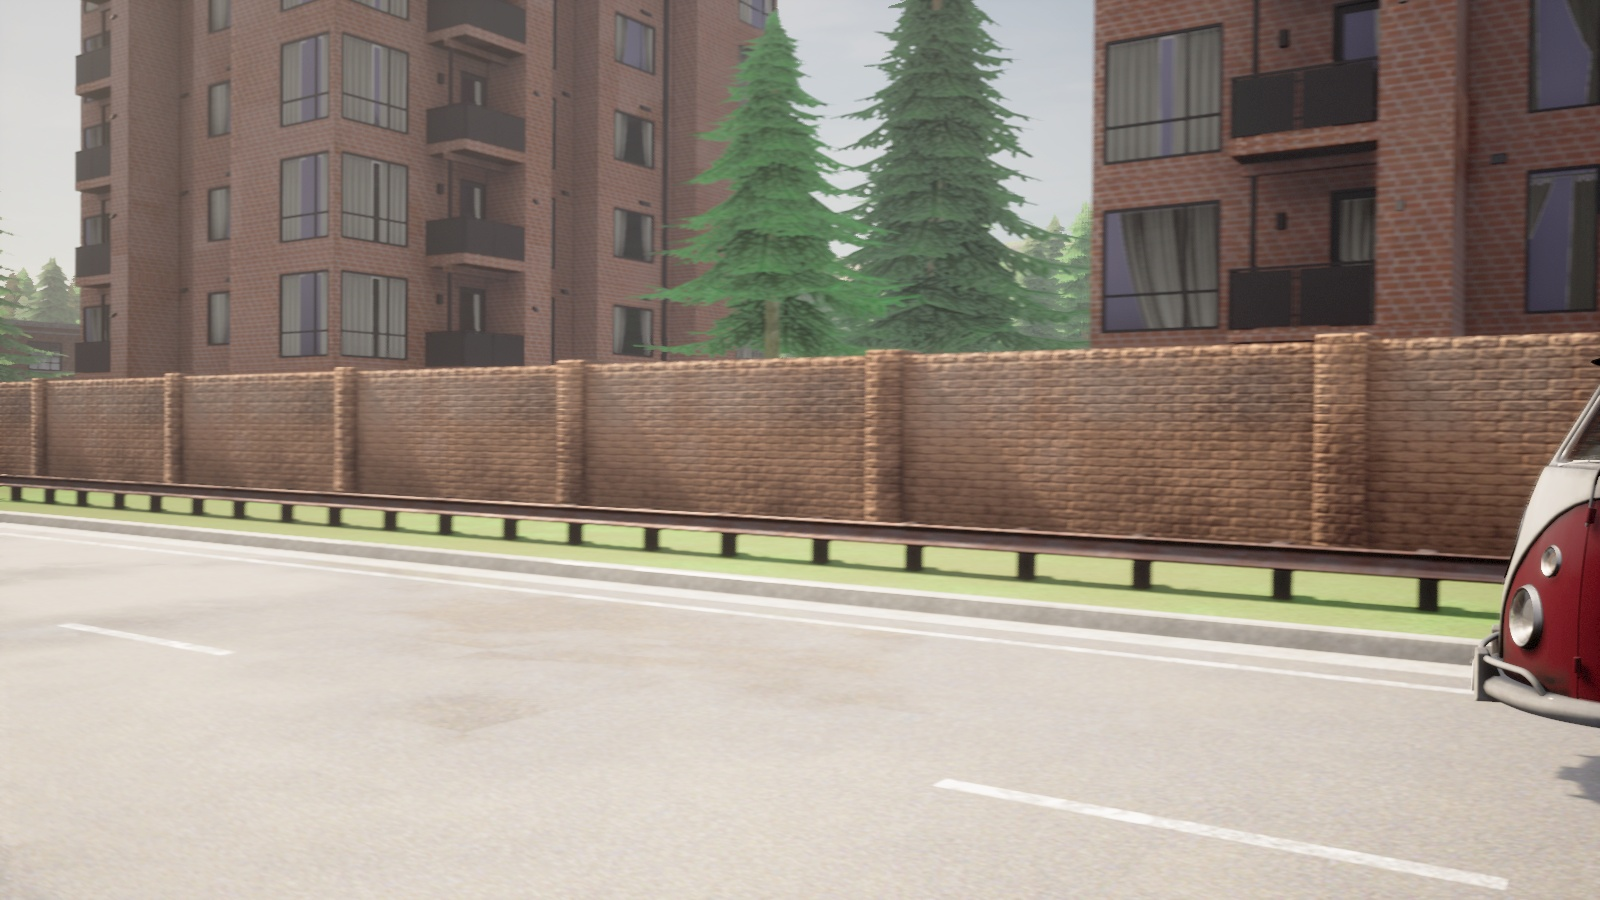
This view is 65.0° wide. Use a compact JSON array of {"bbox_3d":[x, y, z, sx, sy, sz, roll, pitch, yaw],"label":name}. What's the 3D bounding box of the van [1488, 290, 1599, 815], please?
[{"bbox_3d":[5.056,0.377,4.461,4.442,1.987,1.775,0,1,34],"label":"van"}]
